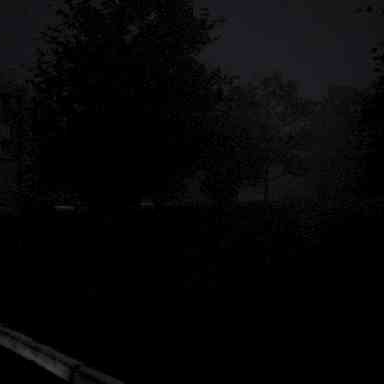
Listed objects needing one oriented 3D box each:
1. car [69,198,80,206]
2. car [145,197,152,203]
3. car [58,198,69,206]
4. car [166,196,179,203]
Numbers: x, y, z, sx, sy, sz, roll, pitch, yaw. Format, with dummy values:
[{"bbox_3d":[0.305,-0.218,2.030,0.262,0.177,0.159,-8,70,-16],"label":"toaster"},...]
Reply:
[{"bbox_3d":[-14.887,1.387,48.196,1.812,1.442,4.674,0,0,38],"label":"car"},{"bbox_3d":[-7.466,1.199,63.893,1.812,1.442,4.674,0,1,35],"label":"car"},{"bbox_3d":[-17.790,1.358,50.152,1.837,1.490,4.892,0,0,38],"label":"car"},{"bbox_3d":[-4.606,1.280,61.875,1.895,1.301,4.718,0,1,35],"label":"car"}]
